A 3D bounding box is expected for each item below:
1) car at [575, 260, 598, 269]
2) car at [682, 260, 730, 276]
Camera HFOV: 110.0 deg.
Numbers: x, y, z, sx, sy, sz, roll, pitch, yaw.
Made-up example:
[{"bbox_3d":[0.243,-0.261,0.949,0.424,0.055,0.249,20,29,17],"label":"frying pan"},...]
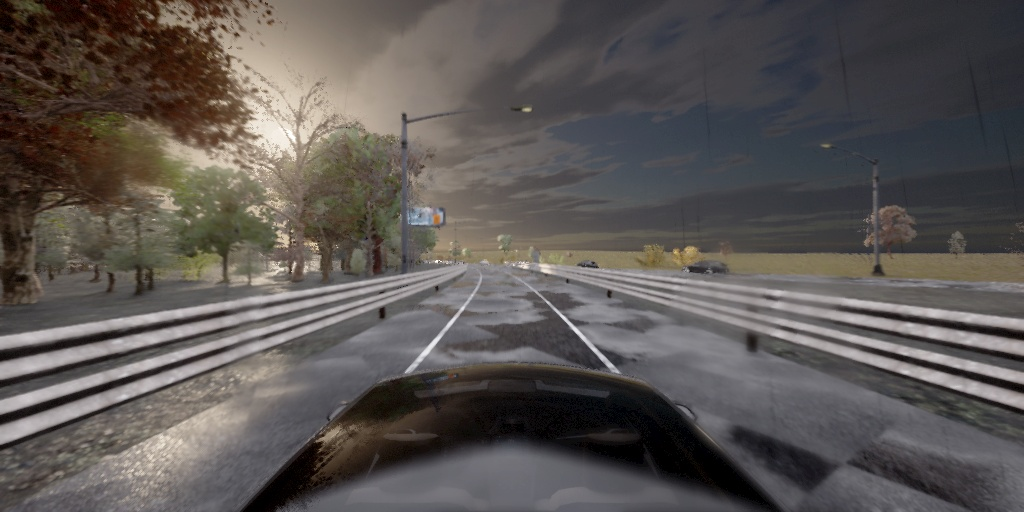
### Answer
[{"bbox_3d":[11.901,1.469,57.623,1.837,1.490,4.892,0,-1,-22],"label":"car"},{"bbox_3d":[19.986,1.214,37.182,1.837,1.490,4.892,0,0,-22],"label":"car"}]
